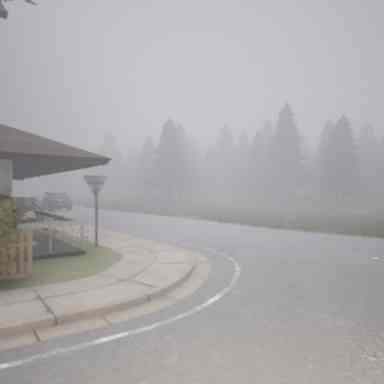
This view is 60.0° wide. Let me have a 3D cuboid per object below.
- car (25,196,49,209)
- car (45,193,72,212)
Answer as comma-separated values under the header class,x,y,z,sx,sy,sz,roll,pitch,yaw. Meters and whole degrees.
class,x,y,z,sx,sy,sz,roll,pitch,yaw
car,-17.029,1.326,35.183,1.816,1.474,4.193,7,-5,-37
car,-15.395,1.096,37.870,2.150,2.045,5.566,0,0,-35
